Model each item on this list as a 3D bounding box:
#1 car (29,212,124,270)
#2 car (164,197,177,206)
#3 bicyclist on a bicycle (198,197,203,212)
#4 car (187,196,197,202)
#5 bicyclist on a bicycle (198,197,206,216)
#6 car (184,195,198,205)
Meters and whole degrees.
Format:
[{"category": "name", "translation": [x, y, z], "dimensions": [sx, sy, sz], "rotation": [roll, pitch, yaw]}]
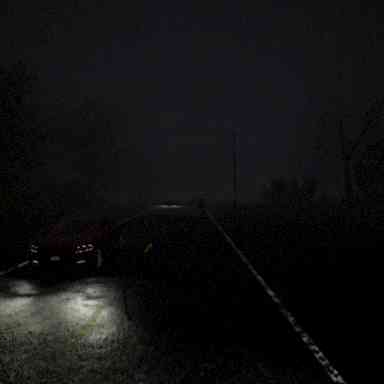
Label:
[{"category": "car", "translation": [-3.603, 1.476, 11.239], "dimensions": [1.882, 1.535, 5.008], "rotation": [0, 0, 0]}, {"category": "car", "translation": [-3.565, 1.505, 54.715], "dimensions": [1.812, 1.442, 4.674], "rotation": [0, 0, 0]}, {"category": "bicyclist on a bicycle", "translation": [0.958, 1.441, 38.488], "dimensions": [0.582, 1.620, 1.656], "rotation": [0, 0, 0]}, {"category": "car", "translation": [-0.011, 1.518, 73.810], "dimensions": [1.994, 1.385, 4.181], "rotation": [0, 0, 0]}, {"category": "bicyclist on a bicycle", "translation": [0.959, 1.445, 29.335], "dimensions": [0.582, 1.620, 1.656], "rotation": [0, 0, 0]}, {"category": "car", "translation": [0.093, 1.525, 57.441], "dimensions": [2.033, 1.411, 5.357], "rotation": [0, 0, 0]}]
